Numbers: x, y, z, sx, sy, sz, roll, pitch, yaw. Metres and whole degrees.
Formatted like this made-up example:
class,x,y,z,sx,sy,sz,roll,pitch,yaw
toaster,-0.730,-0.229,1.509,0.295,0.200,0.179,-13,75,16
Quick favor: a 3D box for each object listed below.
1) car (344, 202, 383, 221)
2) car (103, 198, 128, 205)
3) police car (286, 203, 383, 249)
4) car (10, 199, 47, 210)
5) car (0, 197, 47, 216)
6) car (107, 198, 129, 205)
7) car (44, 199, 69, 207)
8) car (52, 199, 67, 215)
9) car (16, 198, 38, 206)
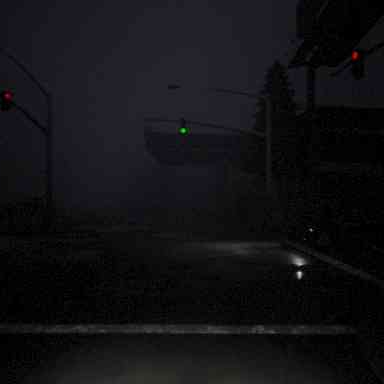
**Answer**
class,x,y,z,sx,sy,sz,roll,pitch,yaw
car,17.234,1.823,32.886,2.242,1.667,4.611,0,-1,0
car,-16.425,2.074,70.822,5.027,1.636,2.152,0,-1,0
police car,6.716,1.409,14.186,5.238,1.638,1.930,-1,-1,0
car,-24.015,1.814,48.940,4.514,1.523,2.007,0,-1,0
car,-16.769,1.428,33.242,3.866,1.878,1.905,0,-1,0
car,-16.495,2.116,73.958,4.514,1.523,2.007,0,-1,0
car,-24.031,1.940,58.933,3.633,1.501,1.845,0,-1,0
car,-16.177,1.747,36.567,3.806,1.475,1.970,0,-1,0
car,-35.091,2.130,70.861,3.806,1.475,1.970,0,-1,0
